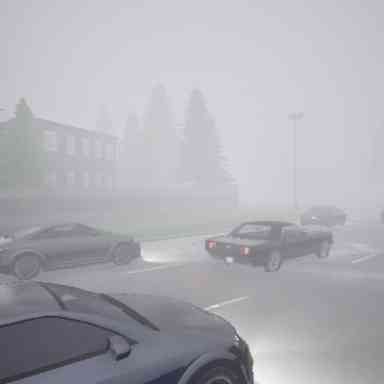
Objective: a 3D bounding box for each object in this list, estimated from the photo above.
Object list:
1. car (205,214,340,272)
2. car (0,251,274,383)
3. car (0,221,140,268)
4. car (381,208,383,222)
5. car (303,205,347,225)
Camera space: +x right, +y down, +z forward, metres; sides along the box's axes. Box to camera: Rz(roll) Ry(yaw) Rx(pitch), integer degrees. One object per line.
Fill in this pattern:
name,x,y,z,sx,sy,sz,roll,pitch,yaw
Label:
car,2.702,1.601,10.790,4.718,1.301,1.895,0,0,-42
car,-1.398,1.564,2.969,4.181,1.385,1.994,0,0,-37
car,-3.674,1.564,10.056,4.181,1.385,1.994,0,0,-38
car,15.626,1.601,25.385,1.895,1.301,4.718,0,0,33
car,8.879,1.564,22.312,1.994,1.385,4.181,0,0,40
